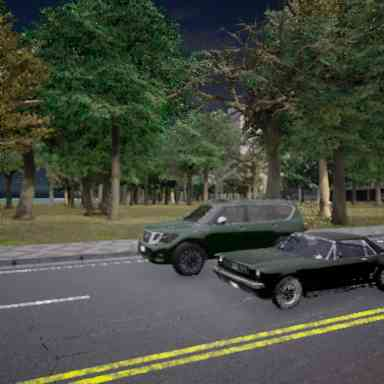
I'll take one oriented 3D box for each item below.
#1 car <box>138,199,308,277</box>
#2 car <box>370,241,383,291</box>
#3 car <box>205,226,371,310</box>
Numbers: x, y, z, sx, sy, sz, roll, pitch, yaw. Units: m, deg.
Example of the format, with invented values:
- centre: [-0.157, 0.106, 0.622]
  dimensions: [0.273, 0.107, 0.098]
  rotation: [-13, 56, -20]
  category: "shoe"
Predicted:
- centre: [1.132, 1.267, 10.610]
  dimensions: [5.566, 2.045, 2.150]
  rotation: [0, 0, -24]
  category: "car"
- centre: [5.392, 1.511, 5.177]
  dimensions: [5.008, 1.535, 1.882]
  rotation: [0, 0, -24]
  category: "car"
- centre: [2.913, 1.640, 7.846]
  dimensions: [4.718, 1.301, 1.895]
  rotation: [0, 0, -24]
  category: "car"
